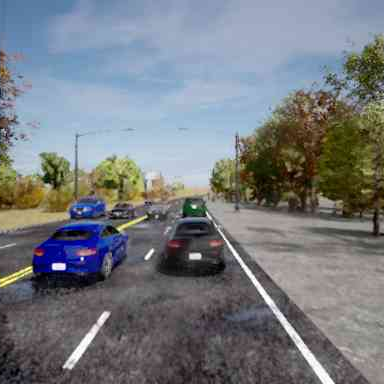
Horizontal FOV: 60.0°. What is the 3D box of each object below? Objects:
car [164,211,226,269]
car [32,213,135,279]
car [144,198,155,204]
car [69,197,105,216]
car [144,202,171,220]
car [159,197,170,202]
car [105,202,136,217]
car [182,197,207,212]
[{"bbox_3d":[0.095,1.601,11.312,1.812,1.442,4.674,-2,0,0],"label":"car"},{"bbox_3d":[-3.142,1.613,10.174,1.812,1.442,4.674,0,0,0],"label":"car"},{"bbox_3d":[-9.188,2.071,72.501,2.033,1.411,5.357,0,0,1],"label":"car"},{"bbox_3d":[-9.731,1.478,31.637,2.150,2.045,5.566,0,0,0],"label":"car"},{"bbox_3d":[-3.035,1.856,31.324,1.895,1.301,4.718,0,0,0],"label":"car"},{"bbox_3d":[-5.945,1.888,72.064,2.097,1.767,4.553,0,0,1],"label":"car"},{"bbox_3d":[-6.480,1.761,31.490,1.837,1.490,4.892,0,0,0],"label":"car"},{"bbox_3d":[0.219,1.461,31.812,2.150,2.045,5.566,-1,0,0],"label":"car"}]
